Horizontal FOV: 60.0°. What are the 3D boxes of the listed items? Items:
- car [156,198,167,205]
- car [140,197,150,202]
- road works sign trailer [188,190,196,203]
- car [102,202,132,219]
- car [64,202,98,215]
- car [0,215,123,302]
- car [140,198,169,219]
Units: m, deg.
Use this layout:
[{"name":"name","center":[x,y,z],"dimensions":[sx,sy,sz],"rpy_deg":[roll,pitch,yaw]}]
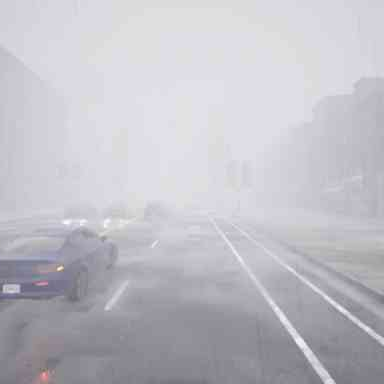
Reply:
[{"name":"car","center":[-6.540,2.015,71.018],"dimensions":[1.895,1.301,4.718],"rpy_deg":[0,-1,0]},{"name":"car","center":[-9.790,1.776,71.080],"dimensions":[2.097,1.767,4.553],"rpy_deg":[0,-1,0]},{"name":"road works sign trailer","center":[-0.033,1.267,95.224],"dimensions":[2.380,3.560,2.880],"rpy_deg":[1,-2,0]},{"name":"car","center":[-6.612,1.629,29.621],"dimensions":[1.994,1.385,4.181],"rpy_deg":[0,0,0]},{"name":"car","center":[-9.862,1.629,29.667],"dimensions":[1.994,1.385,4.181],"rpy_deg":[0,0,0]},{"name":"car","center":[-3.170,1.532,8.147],"dimensions":[1.812,1.442,4.674],"rpy_deg":[0,0,0]},{"name":"car","center":[-3.169,1.571,29.938],"dimensions":[1.837,1.490,4.892],"rpy_deg":[0,0,0]}]
